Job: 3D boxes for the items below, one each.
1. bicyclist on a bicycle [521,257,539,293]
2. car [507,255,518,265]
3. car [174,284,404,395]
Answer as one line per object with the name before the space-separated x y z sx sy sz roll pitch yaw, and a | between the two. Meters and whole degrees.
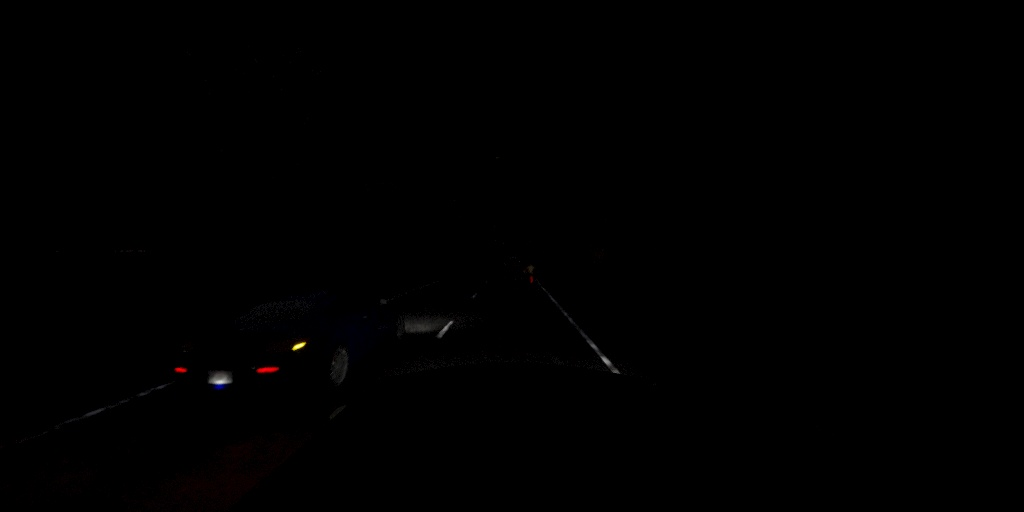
bicyclist on a bicycle | 0.956 1.020 18.138 0.866 1.612 1.509 0 1 0
car | 0.076 0.648 59.120 1.882 1.535 5.008 0 1 0
car | -3.414 1.227 6.495 1.812 1.442 4.674 0 1 0
